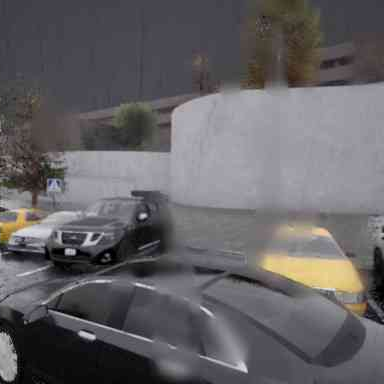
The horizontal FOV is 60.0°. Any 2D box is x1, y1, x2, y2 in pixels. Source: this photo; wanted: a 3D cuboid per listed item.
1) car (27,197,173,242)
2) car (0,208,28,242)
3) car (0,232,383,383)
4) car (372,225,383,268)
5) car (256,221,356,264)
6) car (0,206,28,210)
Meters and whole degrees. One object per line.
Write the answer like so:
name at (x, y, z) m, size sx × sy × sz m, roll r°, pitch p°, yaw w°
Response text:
car at (-2.350, 1.209, 11.132) m, size 2.435 × 2.045 × 5.566 m, roll 1°, pitch 0°, yaw 16°
car at (-4.794, 1.477, 12.909) m, size 2.002 × 1.452 × 4.674 m, roll 1°, pitch 0°, yaw 15°
car at (-0.396, 1.500, 3.661) m, size 4.892 × 1.490 × 1.837 m, roll 0°, pitch 0°, yaw 36°
car at (4.991, 1.237, 5.959) m, size 2.435 × 2.045 × 5.566 m, roll 0°, pitch -1°, yaw 15°
car at (2.491, 1.478, 7.496) m, size 1.946 × 1.575 × 5.366 m, roll 1°, pitch 0°, yaw 15°
car at (-7.199, 1.413, 14.830) m, size 1.946 × 1.575 × 5.366 m, roll 0°, pitch 0°, yaw 16°
